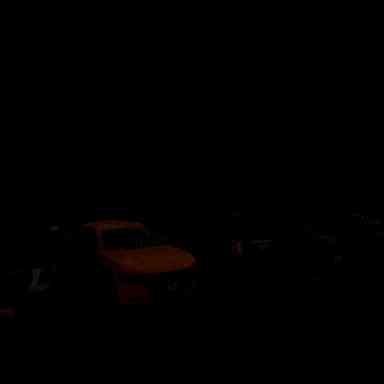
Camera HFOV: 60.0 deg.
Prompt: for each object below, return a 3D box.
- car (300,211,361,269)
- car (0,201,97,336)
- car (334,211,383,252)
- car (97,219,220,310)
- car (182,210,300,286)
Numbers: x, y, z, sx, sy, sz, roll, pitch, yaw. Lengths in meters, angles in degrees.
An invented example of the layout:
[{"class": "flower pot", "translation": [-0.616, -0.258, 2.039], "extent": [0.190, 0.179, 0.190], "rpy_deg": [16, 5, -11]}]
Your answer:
[{"class": "car", "translation": [2.751, 1.475, 11.371], "extent": [2.163, 1.488, 4.792], "rpy_deg": [-1, 0, -35]}, {"class": "car", "translation": [-4.056, 1.229, 6.518], "extent": [2.435, 2.045, 5.566], "rpy_deg": [0, 0, -35]}, {"class": "car", "translation": [4.983, 1.455, 13.034], "extent": [2.163, 1.488, 4.792], "rpy_deg": [-1, 0, -35]}, {"class": "car", "translation": [-1.801, 1.478, 8.168], "extent": [2.097, 1.535, 5.008], "rpy_deg": [0, 0, -35]}, {"class": "car", "translation": [0.483, 1.339, 9.751], "extent": [2.185, 1.767, 4.553], "rpy_deg": [0, 0, -35]}]
